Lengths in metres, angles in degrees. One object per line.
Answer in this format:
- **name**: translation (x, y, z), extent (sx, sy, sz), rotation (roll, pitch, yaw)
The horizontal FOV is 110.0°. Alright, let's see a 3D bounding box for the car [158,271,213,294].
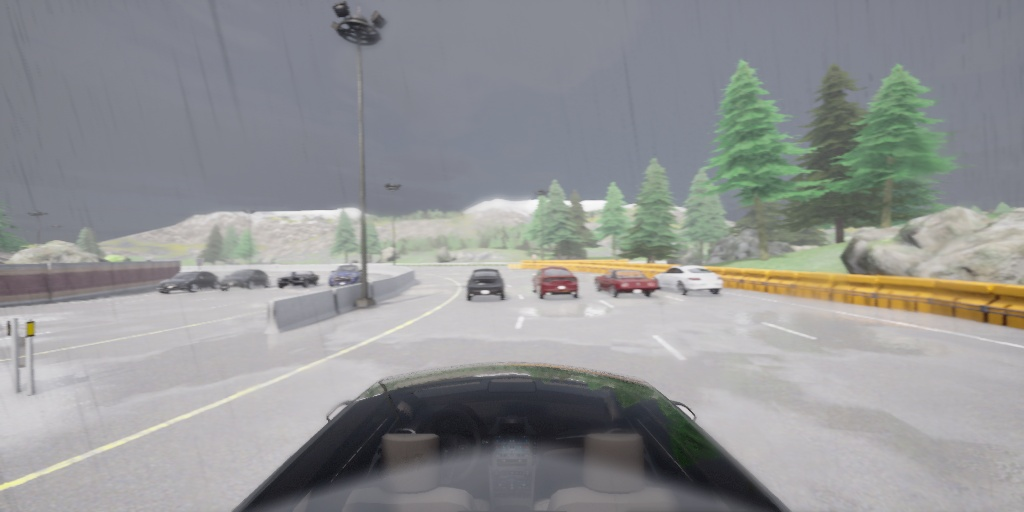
- **car**: translation (-23.591, 1.905, 26.419), extent (1.837, 1.490, 4.892), rotation (-2, -1, -15)

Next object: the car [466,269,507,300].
- **car**: translation (-1.320, 1.390, 18.663), extent (1.837, 1.490, 4.892), rotation (-1, 0, -2)

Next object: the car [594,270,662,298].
- **car**: translation (5.694, 1.354, 18.663), extent (1.895, 1.301, 4.718), rotation (-1, 0, -2)

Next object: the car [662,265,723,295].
- **car**: translation (9.176, 1.210, 19.040), extent (1.812, 1.442, 4.674), rotation (-1, 0, -2)

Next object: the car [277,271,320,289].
- **car**: translation (-16.876, 1.830, 28.479), extent (1.895, 1.301, 4.718), rotation (-1, -1, -15)

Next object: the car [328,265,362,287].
- **car**: translation (-13.523, 1.524, 29.457), extent (2.097, 1.767, 4.553), rotation (-1, 0, -15)

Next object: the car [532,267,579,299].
- **car**: translation (2.165, 1.300, 18.933), extent (1.882, 1.535, 5.008), rotation (-1, 0, -2)

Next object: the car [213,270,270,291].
- **car**: translation (-20.224, 1.813, 27.360), extent (1.837, 1.490, 4.892), rotation (-2, -1, -15)
